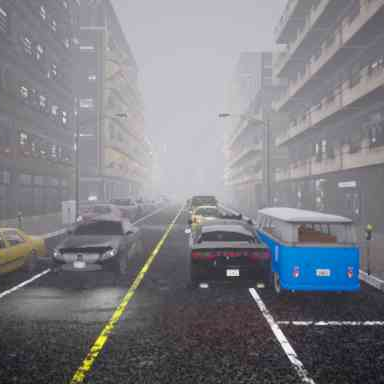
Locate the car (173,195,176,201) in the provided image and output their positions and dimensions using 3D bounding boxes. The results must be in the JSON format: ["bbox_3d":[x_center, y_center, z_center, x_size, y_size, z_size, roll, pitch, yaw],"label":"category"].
[{"bbox_3d":[-5.309,1.554,74.944,2.008,1.369,4.403,1,0,0],"label":"car"}]

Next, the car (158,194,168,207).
[{"bbox_3d":[-5.307,1.530,52.578,1.752,1.417,4.829,1,0,0],"label":"car"}]

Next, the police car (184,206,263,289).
[{"bbox_3d":[0.826,1.427,9.286,1.930,1.638,5.238,0,0,0],"label":"police car"}]

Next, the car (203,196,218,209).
[{"bbox_3d":[2.574,1.445,47.220,1.967,1.590,4.097,1,0,0],"label":"car"}]

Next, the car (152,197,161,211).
[{"bbox_3d":[-5.308,1.587,41.650,1.802,1.307,4.206,1,0,0],"label":"car"}]

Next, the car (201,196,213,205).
[{"bbox_3d":[2.573,1.530,58.488,1.752,1.417,4.829,1,0,0],"label":"car"}]

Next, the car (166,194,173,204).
[{"bbox_3d":[-5.305,1.319,63.846,2.192,1.841,5.009,1,0,0],"label":"car"}]

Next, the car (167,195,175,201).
[{"bbox_3d":[-5.310,1.584,86.042,1.802,1.307,4.206,1,0,0],"label":"car"}]

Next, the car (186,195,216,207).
[{"bbox_3d":[0.825,1.228,25.208,2.150,2.045,5.566,0,0,0],"label":"car"}]

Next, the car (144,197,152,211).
[{"bbox_3d":[-5.304,1.319,30.552,2.192,1.841,5.009,1,0,0],"label":"car"}]

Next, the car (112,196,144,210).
[{"bbox_3d":[-5.303,1.319,25.003,2.192,1.841,5.009,1,0,0],"label":"car"}]

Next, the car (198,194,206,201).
[{"bbox_3d":[2.572,1.442,86.064,1.967,1.590,4.097,1,0,0],"label":"car"}]

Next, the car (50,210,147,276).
[{"bbox_3d":[-2.749,1.527,10.459,1.812,1.442,4.674,0,0,0],"label":"car"}]

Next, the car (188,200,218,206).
[{"bbox_3d":[0.825,1.458,19.367,1.801,1.575,5.366,0,0,0],"label":"car"}]

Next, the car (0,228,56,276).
[{"bbox_3d":[-5.305,1.527,8.186,1.752,1.417,4.829,1,0,0],"label":"car"}]

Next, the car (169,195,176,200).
[{"bbox_3d":[-5.310,1.584,91.591,1.802,1.307,4.206,1,0,0],"label":"car"}]

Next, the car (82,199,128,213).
[{"bbox_3d":[-5.305,1.443,19.454,1.967,1.590,4.097,1,0,0],"label":"car"}]

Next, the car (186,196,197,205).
[{"bbox_3d":[-0.002,1.482,59.284,1.882,1.535,5.008,0,0,0],"label":"car"}]

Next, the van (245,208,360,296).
[{"bbox_3d":[2.577,1.342,8.376,1.690,1.788,3.998,1,0,0],"label":"van"}]
